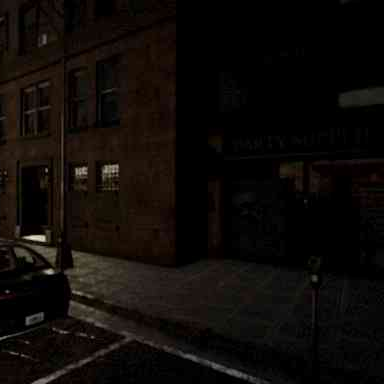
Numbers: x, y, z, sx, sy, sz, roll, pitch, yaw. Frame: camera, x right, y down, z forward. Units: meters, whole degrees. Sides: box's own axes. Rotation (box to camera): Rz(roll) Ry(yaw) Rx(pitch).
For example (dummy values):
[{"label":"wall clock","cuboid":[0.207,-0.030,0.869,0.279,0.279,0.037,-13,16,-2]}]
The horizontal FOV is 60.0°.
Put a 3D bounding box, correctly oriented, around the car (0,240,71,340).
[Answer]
[{"label":"car","cuboid":[-3.971,1.538,5.946,4.403,1.369,2.008,0,0,36]}]
